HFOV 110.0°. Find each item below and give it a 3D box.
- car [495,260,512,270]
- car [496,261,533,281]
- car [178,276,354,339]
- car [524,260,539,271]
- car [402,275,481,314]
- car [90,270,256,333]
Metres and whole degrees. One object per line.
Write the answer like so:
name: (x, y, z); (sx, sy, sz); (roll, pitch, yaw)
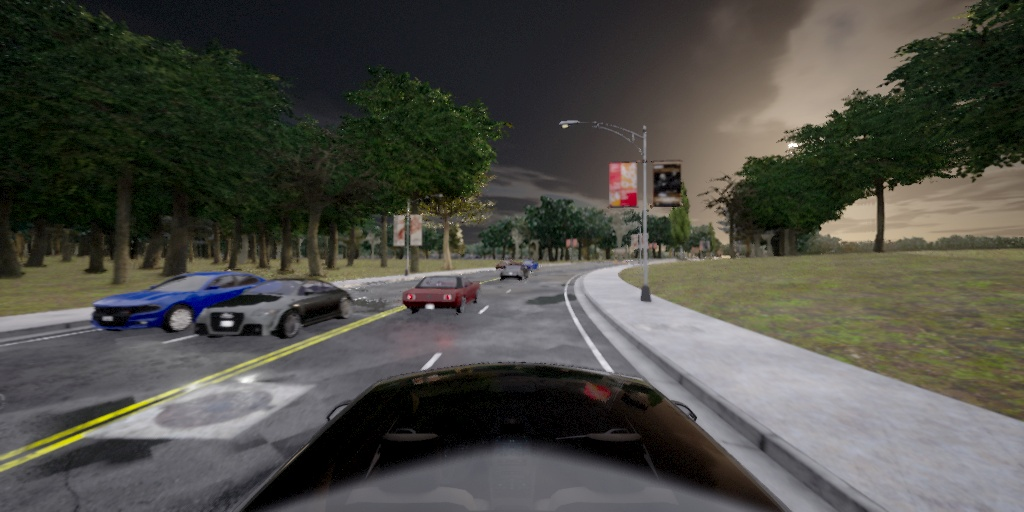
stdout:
car: (-0.779, 1.330, 51.125); (1.882, 1.535, 5.008); (0, 0, 21)
car: (0.303, 1.381, 31.226); (1.994, 1.385, 4.181); (0, 0, 12)
car: (-6.207, 1.318, 9.953); (1.994, 1.385, 4.181); (0, 0, 4)
car: (2.270, 1.313, 50.015); (1.882, 1.535, 5.008); (0, 0, 21)
car: (-2.472, 1.378, 13.910); (1.895, 1.301, 4.718); (0, 0, 5)
car: (-9.406, 1.226, 10.999); (1.882, 1.535, 5.008); (0, 0, 4)
